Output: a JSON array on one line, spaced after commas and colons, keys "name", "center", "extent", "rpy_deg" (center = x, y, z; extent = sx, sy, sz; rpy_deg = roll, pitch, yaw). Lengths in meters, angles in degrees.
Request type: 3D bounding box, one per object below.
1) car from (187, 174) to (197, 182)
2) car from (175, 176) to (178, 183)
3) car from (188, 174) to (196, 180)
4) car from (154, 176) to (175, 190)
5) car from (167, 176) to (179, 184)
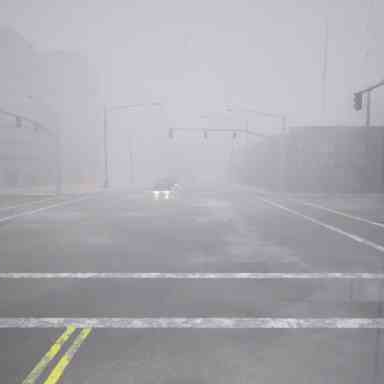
[{"name": "car", "center": [0.022, -2.968, 70.897], "extent": [1.994, 1.385, 4.181], "rpy_deg": [0, 4, 0]}, {"name": "car", "center": [-3.578, -1.689, 51.329], "extent": [1.837, 1.490, 4.892], "rpy_deg": [0, 4, 0]}, {"name": "car", "center": [0.026, -3.693, 80.724], "extent": [2.033, 1.411, 5.357], "rpy_deg": [0, 4, 0]}, {"name": "car", "center": [-3.585, -0.961, 41.423], "extent": [1.994, 1.385, 4.181], "rpy_deg": [0, 4, 0]}, {"name": "car", "center": [-3.546, -2.275, 61.448], "extent": [1.895, 1.301, 4.718], "rpy_deg": [0, 4, 0]}]
